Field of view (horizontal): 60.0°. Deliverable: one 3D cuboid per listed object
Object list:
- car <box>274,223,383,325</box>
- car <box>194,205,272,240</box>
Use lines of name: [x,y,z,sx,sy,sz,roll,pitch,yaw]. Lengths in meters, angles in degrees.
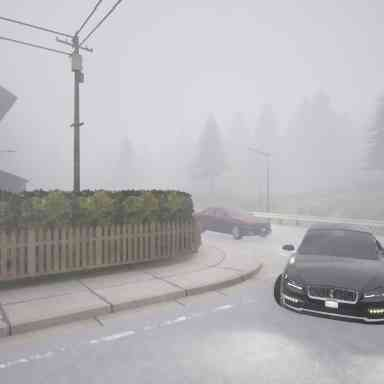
car: [3.268,1.505,7.374,1.837,1.490,4.892,0,0,27]
car: [1.971,1.478,17.511,1.882,1.535,5.008,0,0,-33]
